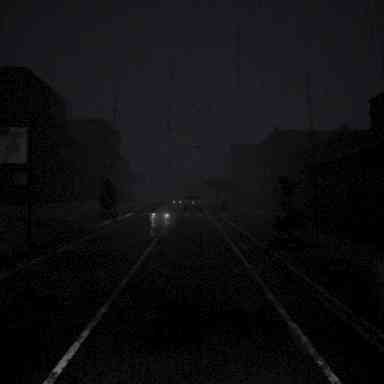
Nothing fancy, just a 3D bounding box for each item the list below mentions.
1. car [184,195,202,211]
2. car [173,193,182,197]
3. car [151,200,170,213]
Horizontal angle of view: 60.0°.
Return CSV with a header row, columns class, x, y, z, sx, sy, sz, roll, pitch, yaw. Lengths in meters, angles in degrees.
class,x,y,z,sx,sy,sz,roll,pitch,yaw
car,0.128,1.346,43.049,2.150,2.045,5.566,0,0,0
car,-3.490,1.083,79.949,1.837,1.490,4.892,0,1,0
car,-3.566,1.639,38.563,1.812,1.442,4.674,0,0,0
